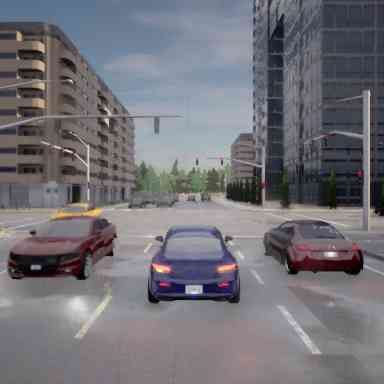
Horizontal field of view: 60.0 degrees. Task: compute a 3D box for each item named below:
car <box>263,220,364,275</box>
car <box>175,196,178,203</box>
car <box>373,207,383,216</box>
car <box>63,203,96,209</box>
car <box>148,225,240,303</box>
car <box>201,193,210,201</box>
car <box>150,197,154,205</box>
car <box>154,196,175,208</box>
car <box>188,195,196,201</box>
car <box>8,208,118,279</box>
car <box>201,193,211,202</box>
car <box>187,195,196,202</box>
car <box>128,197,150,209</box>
[{"bbox_3d":[3.556,1.564,10.496,1.994,1.385,4.181,0,0,0],"label":"car"},{"bbox_3d":[-3.935,1.526,58.471,1.812,1.442,4.674,0,0,1],"label":"car"},{"bbox_3d":[19.459,1.656,30.678,4.718,1.301,1.895,0,0,0],"label":"car"},{"bbox_3d":[-7.176,1.499,20.995,1.882,1.535,5.008,0,0,-1],"label":"car"},{"bbox_3d":[0.047,1.526,8.073,1.812,1.442,4.674,0,0,0],"label":"car"},{"bbox_3d":[3.459,1.225,87.802,2.150,2.045,5.566,0,0,1],"label":"car"},{"bbox_3d":[-7.446,1.564,57.310,1.994,1.385,4.181,0,0,1],"label":"car"},{"bbox_3d":[-3.989,1.352,48.984,2.097,1.767,4.553,0,0,0],"label":"car"},{"bbox_3d":[-0.041,1.525,87.775,2.128,1.511,4.902,0,0,1],"label":"car"},{"bbox_3d":[-3.623,1.477,10.203,1.882,1.535,5.008,0,0,0],"label":"car"},{"bbox_3d":[3.350,1.355,77.639,2.097,1.767,4.553,0,0,1],"label":"car"},{"bbox_3d":[-0.151,1.540,77.431,2.033,1.411,5.357,0,0,1],"label":"car"},{"bbox_3d":[-7.500,1.504,46.022,1.837,1.490,4.892,0,0,1],"label":"car"}]
